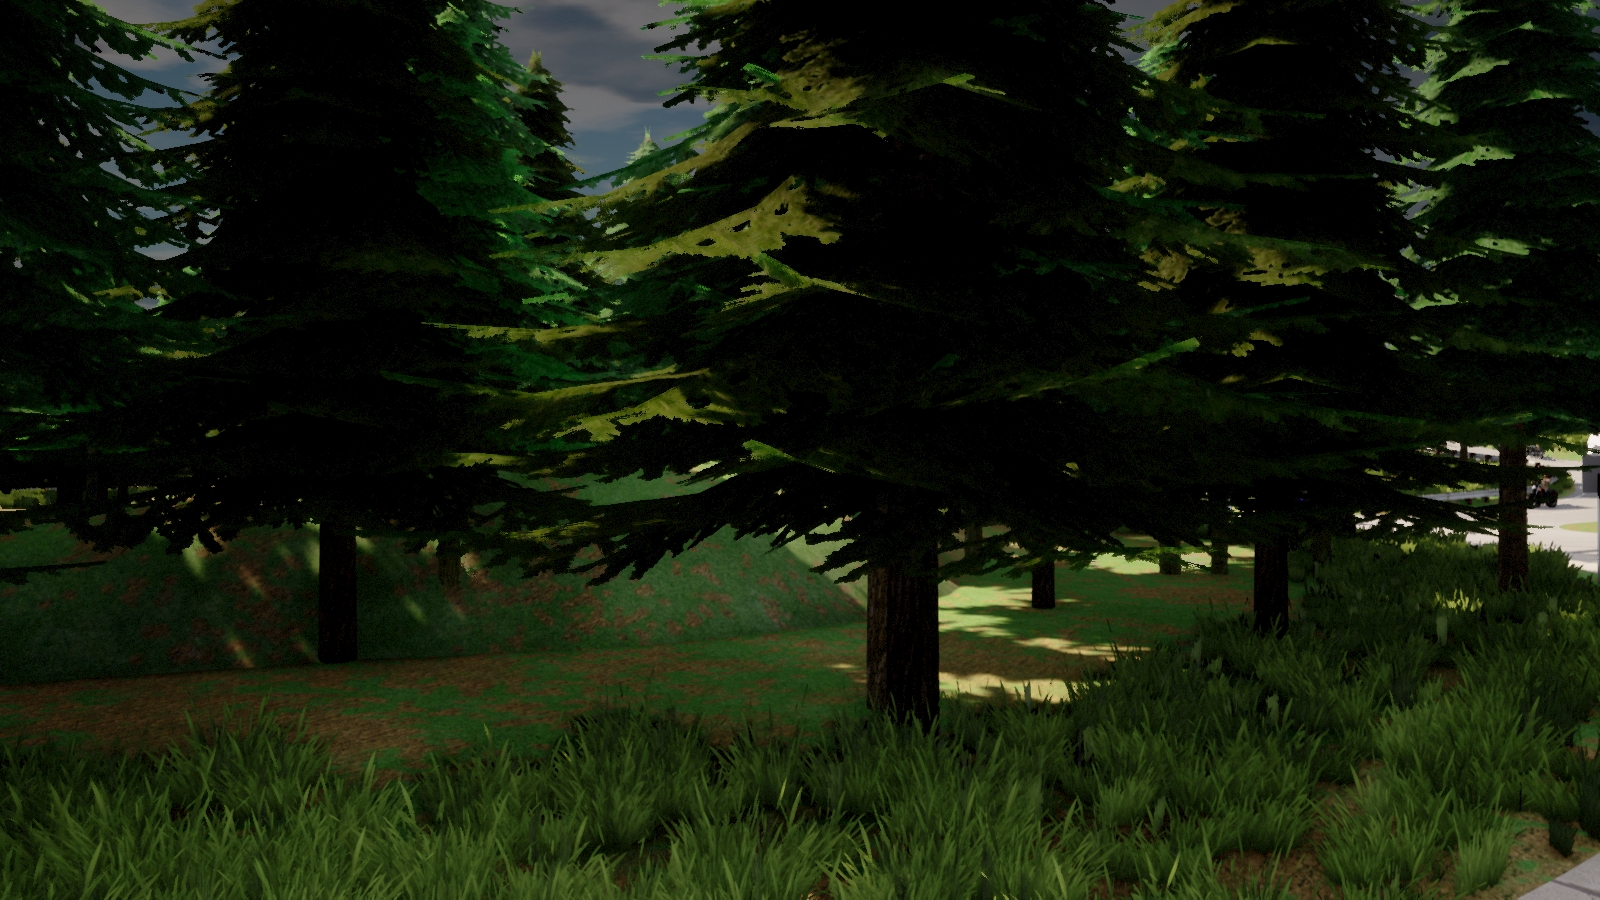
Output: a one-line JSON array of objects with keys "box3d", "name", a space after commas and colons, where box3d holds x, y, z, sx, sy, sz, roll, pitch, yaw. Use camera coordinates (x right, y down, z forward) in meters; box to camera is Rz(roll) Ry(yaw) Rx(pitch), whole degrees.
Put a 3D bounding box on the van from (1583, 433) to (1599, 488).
[{"box3d": [43.045, 0.599, 60.102, 1.988, 2.561, 5.915, 0, 5, 24], "name": "van"}]
